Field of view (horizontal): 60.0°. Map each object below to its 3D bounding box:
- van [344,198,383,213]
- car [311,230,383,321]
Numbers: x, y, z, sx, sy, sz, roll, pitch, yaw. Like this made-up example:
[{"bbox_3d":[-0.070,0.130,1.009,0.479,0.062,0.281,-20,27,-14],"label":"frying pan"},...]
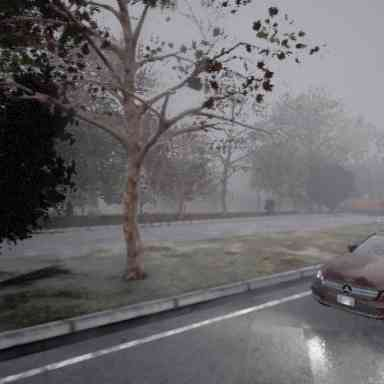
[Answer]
[{"bbox_3d":[22.738,1.778,44.695,1.878,1.987,4.442,2,-1,-35],"label":"van"},{"bbox_3d":[4.442,1.531,6.854,4.674,1.442,1.812,0,0,-36],"label":"car"}]
